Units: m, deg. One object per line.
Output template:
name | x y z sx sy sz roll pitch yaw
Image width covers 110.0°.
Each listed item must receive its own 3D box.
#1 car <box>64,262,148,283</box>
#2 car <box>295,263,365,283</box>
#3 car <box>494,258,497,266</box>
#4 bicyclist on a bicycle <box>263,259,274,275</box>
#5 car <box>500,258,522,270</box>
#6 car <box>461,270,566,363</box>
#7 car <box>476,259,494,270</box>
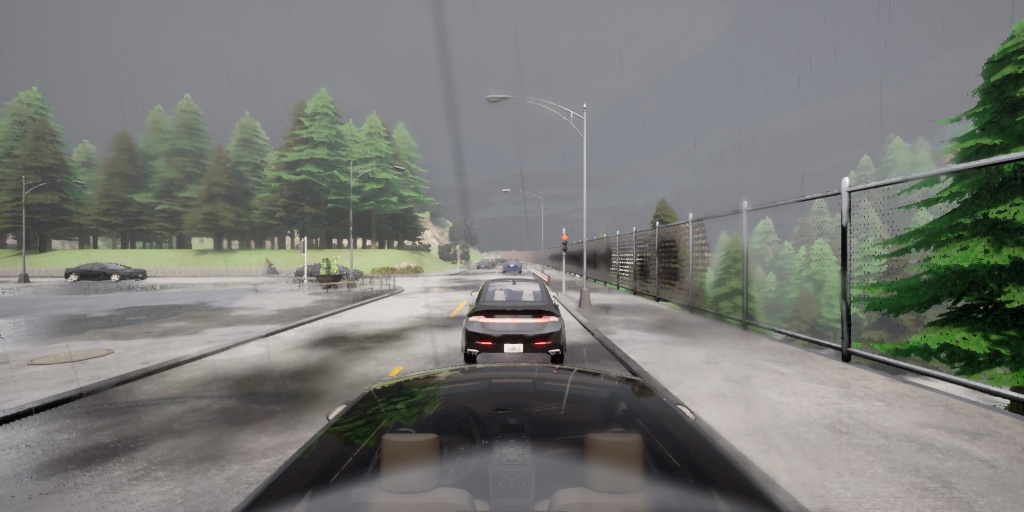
car | -30.657 1.228 27.175 5.008 1.535 1.882 0 0 0
car | -13.722 1.255 27.213 4.892 1.490 1.837 0 0 -1
car | -4.056 1.228 62.024 1.882 1.535 5.008 0 0 0
bicyclist on a bicycle | -24.148 1.099 35.566 0.582 1.620 1.656 0 0 0
car | 0.054 1.102 41.795 2.097 1.767 4.553 0 0 2
car | 0.048 1.241 8.081 2.128 1.511 4.902 0 0 1
car | -4.084 1.255 52.501 1.837 1.490 4.892 0 0 0
